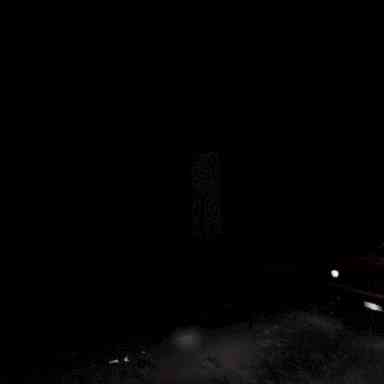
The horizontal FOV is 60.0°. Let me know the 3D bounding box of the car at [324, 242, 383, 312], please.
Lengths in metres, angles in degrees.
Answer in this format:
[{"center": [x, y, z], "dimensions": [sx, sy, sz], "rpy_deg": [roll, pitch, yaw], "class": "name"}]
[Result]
[{"center": [4.810, 1.595, 6.842], "dimensions": [4.718, 1.301, 1.895], "rpy_deg": [0, 0, -36], "class": "car"}]
